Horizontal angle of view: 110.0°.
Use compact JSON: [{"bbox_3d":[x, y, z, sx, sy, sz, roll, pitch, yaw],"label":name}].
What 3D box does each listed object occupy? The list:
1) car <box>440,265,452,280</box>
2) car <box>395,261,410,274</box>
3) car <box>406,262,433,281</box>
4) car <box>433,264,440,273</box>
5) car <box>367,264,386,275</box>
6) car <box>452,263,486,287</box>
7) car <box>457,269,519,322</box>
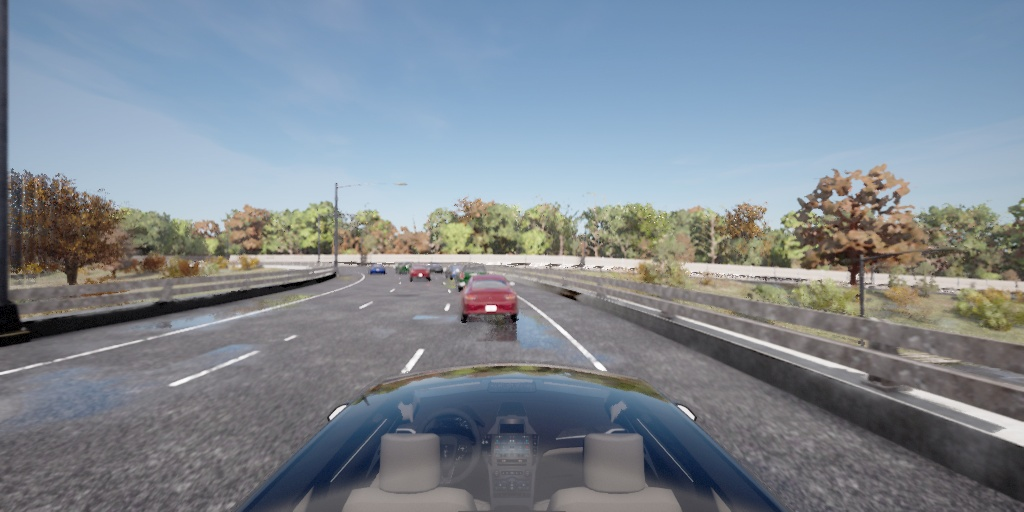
[{"bbox_3d":[-5.426,1.563,35.083,2.033,1.411,5.357,0,-1,-18],"label":"car"},{"bbox_3d":[-14.247,1.480,47.740,2.097,1.767,4.553,0,0,-25],"label":"car"},{"bbox_3d":[-8.815,1.539,34.090,1.812,1.442,4.674,0,0,-17],"label":"car"},{"bbox_3d":[-10.437,1.686,47.875,1.994,1.385,4.181,0,-1,-25],"label":"car"},{"bbox_3d":[-17.726,1.690,46.940,1.994,1.385,4.181,0,-1,-25],"label":"car"},{"bbox_3d":[-2.644,1.278,23.863,2.097,1.767,4.553,0,0,-11],"label":"car"},{"bbox_3d":[-0.853,1.362,12.699,1.812,1.442,4.674,0,0,-6],"label":"car"}]
